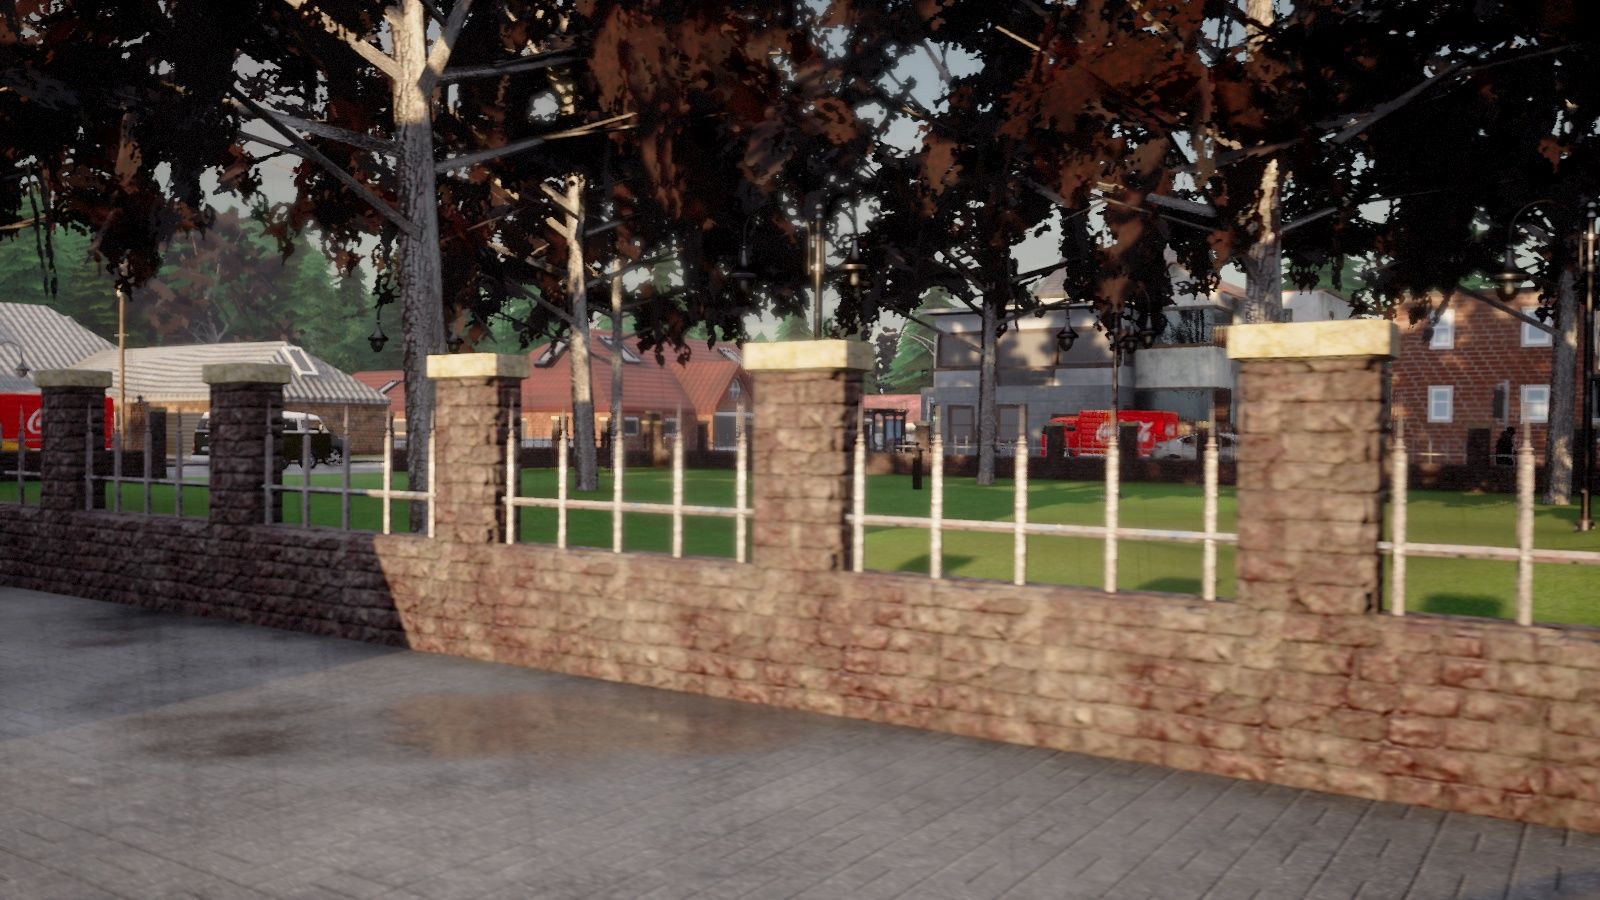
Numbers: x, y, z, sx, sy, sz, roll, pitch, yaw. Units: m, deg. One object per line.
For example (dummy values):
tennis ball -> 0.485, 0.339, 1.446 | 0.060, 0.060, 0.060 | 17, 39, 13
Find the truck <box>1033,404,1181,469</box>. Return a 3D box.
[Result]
truck -> 12.309, -0.560, 50.428 | 5.204, 2.467, 2.627 | 0, 1, 33

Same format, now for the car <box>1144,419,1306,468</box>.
car -> 14.812, -0.229, 43.847 | 5.027, 1.651, 2.152 | 0, 1, 31

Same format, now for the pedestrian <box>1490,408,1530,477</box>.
pedestrian -> 19.468, -0.207, 34.442 | 0.899, 1.844, 0.634 | 0, 1, 34

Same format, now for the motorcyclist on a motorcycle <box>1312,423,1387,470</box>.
motorcyclist on a motorcycle -> 19.790, -0.120, 45.266 | 2.350, 1.649, 0.766 | 0, 1, 38

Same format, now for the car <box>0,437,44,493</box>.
car -> -23.680, 0.435, 34.159 | 1.882, 1.535, 5.008 | 0, 1, 32

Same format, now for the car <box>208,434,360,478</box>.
car -> -19.445, 0.191, 47.504 | 2.128, 1.511, 4.902 | 0, 1, 37

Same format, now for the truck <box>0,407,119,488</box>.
truck -> -24.684, -0.092, 39.394 | 2.627, 2.467, 5.204 | 0, 1, 34

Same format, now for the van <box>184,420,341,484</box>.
van -> -18.134, 0.016, 42.552 | 2.069, 2.038, 4.480 | 0, 1, 32

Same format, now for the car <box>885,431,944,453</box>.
car -> 8.193, -0.589, 89.465 | 2.163, 1.488, 4.792 | 0, 1, 34
